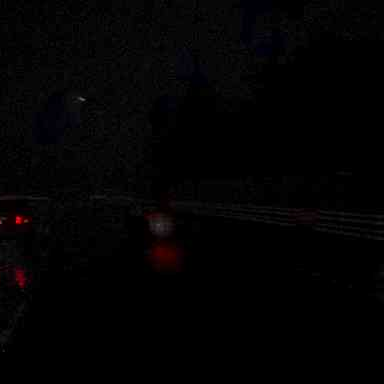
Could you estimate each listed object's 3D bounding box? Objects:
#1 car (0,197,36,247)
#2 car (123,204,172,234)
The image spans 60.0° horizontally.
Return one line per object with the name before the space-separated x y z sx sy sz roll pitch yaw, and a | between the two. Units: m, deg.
car | -8.307 1.247 14.844 2.150 2.045 5.566 0 0 -24
car | -2.669 1.472 19.192 1.837 1.490 4.892 0 0 -24
